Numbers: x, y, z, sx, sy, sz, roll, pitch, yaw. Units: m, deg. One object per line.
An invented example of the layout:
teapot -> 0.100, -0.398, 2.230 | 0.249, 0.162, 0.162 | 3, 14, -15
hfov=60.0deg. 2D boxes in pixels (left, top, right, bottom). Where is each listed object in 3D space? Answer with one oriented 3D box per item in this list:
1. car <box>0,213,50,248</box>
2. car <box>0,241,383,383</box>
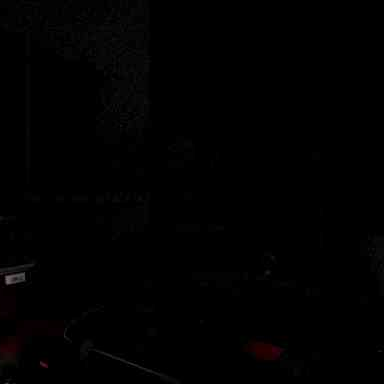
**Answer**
car -> -4.455, 1.315, 6.127 | 5.009, 1.841, 2.192 | 0, 0, 35
car -> -0.023, 1.440, 2.976 | 4.097, 1.590, 1.967 | 0, 0, 35
